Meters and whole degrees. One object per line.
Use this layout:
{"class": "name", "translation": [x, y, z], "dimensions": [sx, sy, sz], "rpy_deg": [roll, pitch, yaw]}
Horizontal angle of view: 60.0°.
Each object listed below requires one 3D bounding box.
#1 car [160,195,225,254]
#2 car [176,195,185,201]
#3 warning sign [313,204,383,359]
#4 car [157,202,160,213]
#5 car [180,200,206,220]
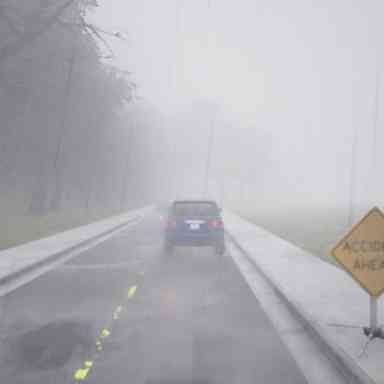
{"class": "car", "translation": [0.097, 1.239, 13.737], "dimensions": [2.150, 2.045, 5.566], "rpy_deg": [0, 0, 0]}
{"class": "car", "translation": [-2.729, 1.368, 78.194], "dimensions": [1.895, 1.301, 4.718], "rpy_deg": [0, 0, 0]}
{"class": "warning sign", "translation": [2.519, 1.121, 4.620], "dimensions": [1.300, 1.860, 1.060], "rpy_deg": [0, 0, 0]}
{"class": "car", "translation": [-2.833, 1.609, 37.736], "dimensions": [1.994, 1.385, 4.181], "rpy_deg": [0, 0, 0]}
{"class": "car", "translation": [0.102, 1.527, 29.977], "dimensions": [2.128, 1.511, 4.902], "rpy_deg": [0, 0, 0]}
